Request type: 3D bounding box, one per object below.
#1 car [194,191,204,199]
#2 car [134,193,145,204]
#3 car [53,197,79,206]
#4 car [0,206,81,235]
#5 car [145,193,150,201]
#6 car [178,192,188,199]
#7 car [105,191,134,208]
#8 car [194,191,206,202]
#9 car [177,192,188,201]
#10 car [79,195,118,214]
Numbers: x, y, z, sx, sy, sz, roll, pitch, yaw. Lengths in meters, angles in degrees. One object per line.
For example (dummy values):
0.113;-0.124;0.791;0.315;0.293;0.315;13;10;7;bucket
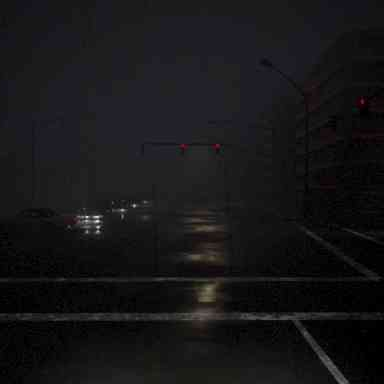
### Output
1.576;0.556;75.869;2.097;1.767;4.553;0;1;1;car
-9.299;1.132;53.013;2.033;1.411;5.357;0;1;1;car
-13.020;1.346;35.392;1.882;1.535;5.008;0;1;1;car
-8.838;1.566;17.992;4.718;1.301;1.895;0;0;0;car
-9.117;0.948;63.548;2.033;1.411;5.357;0;1;1;car
-1.924;0.741;75.859;2.033;1.411;5.357;0;1;1;car
-9.418;1.106;43.368;2.097;1.767;4.553;0;1;1;car
1.463;0.980;58.435;2.128;1.511;4.902;0;1;1;car
-1.958;0.917;65.208;2.033;1.411;5.357;0;1;1;car
-9.532;1.369;34.327;2.128;1.511;4.902;0;1;1;car
